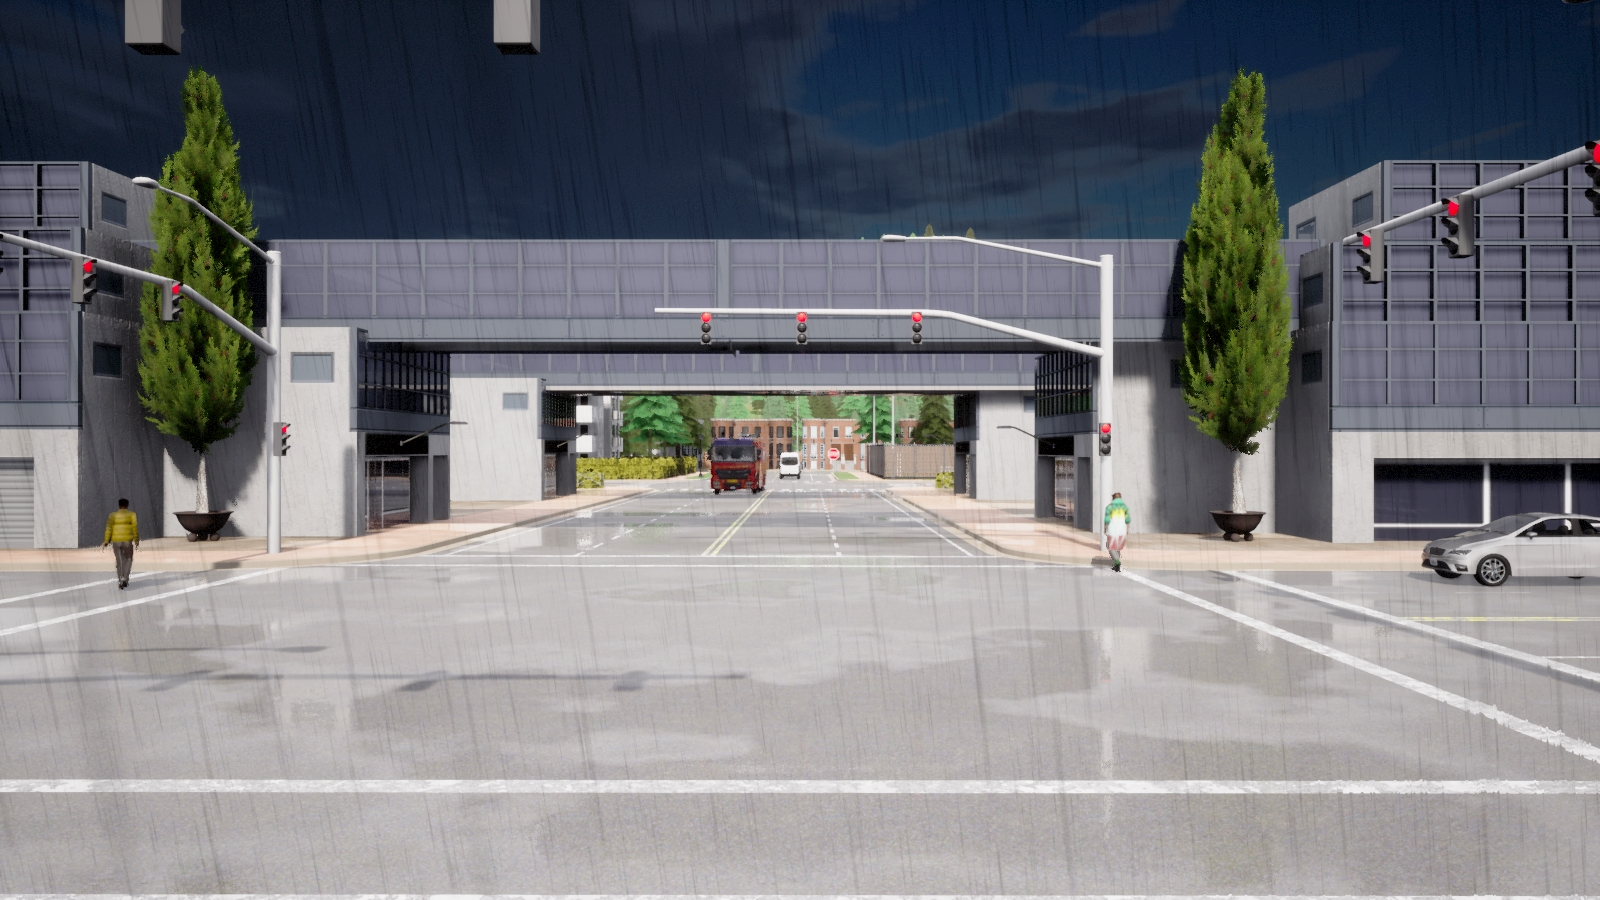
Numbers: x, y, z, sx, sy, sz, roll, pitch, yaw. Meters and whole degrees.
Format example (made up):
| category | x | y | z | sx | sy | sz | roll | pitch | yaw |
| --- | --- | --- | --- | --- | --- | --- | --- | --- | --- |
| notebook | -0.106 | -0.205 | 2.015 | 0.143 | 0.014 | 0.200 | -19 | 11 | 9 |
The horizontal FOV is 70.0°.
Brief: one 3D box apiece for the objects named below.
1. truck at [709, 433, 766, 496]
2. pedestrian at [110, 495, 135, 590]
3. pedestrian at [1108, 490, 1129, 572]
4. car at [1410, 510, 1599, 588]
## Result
| category | x | y | z | sx | sy | sz | roll | pitch | yaw |
| --- | --- | --- | --- | --- | --- | --- | --- | --- | --- |
| truck | -3.943 | 0.890 | 74.041 | 2.891 | 3.827 | 8.468 | 0 | 0 | 3 |
| pedestrian | -13.601 | 1.848 | 22.936 | 0.375 | 1.860 | 0.375 | 0 | 0 | -19 |
| pedestrian | 7.306 | 1.848 | 26.211 | 0.375 | 1.860 | 0.375 | 0 | 0 | -2 |
| car | 15.490 | 2.066 | 24.189 | 4.193 | 1.474 | 1.816 | 0 | 0 | 0 |
